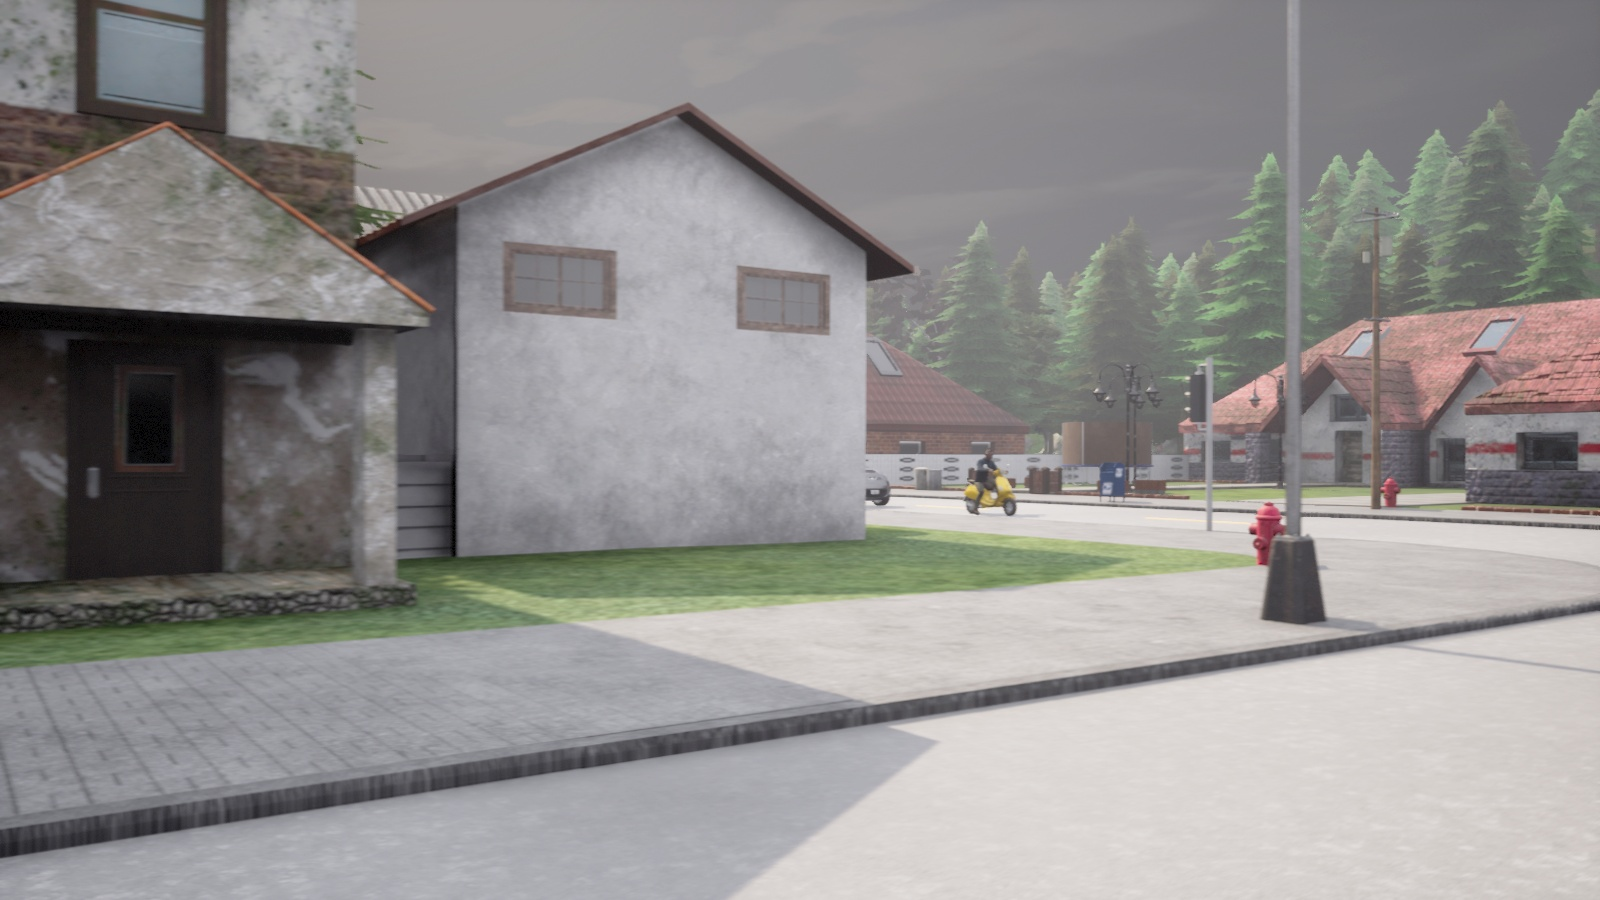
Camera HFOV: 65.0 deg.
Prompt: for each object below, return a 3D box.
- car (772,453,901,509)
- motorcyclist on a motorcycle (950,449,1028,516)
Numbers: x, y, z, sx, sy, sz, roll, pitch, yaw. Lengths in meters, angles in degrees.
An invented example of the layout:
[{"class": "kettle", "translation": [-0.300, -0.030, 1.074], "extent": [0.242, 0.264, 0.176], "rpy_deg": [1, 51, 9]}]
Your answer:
[{"class": "car", "translation": [0.977, 0.844, 35.577], "extent": [1.845, 1.501, 3.633], "rpy_deg": [0, 0, -35]}, {"class": "motorcyclist on a motorcycle", "translation": [4.565, 0.763, 30.418], "extent": [0.866, 1.590, 1.817], "rpy_deg": [0, 0, -35]}]
